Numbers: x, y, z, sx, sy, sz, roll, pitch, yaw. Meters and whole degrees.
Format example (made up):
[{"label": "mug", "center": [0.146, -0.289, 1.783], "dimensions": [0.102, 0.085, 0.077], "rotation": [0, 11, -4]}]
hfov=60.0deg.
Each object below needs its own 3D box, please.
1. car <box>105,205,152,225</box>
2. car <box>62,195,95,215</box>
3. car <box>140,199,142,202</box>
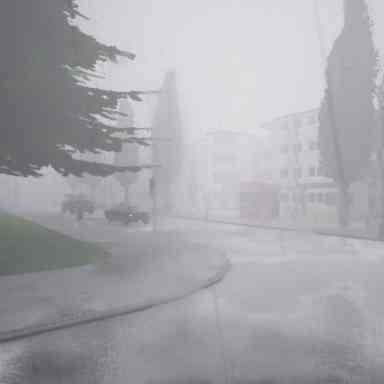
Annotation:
[{"label": "car", "center": [-4.825, 1.683, 24.892], "dimensions": [1.895, 1.301, 4.718], "rotation": [1, 0, -36]}, {"label": "car", "center": [-12.118, 1.307, 35.139], "dimensions": [2.150, 2.045, 5.566], "rotation": [1, -1, -35]}, {"label": "car", "center": [-9.952, 1.971, 79.764], "dimensions": [4.974, 1.542, 2.038], "rotation": [0, 0, -6]}]
